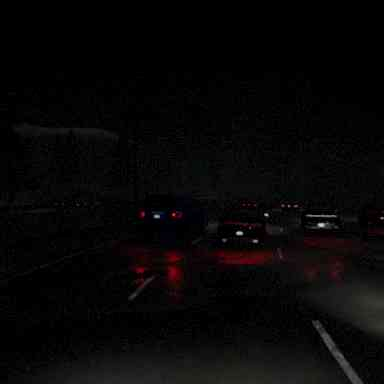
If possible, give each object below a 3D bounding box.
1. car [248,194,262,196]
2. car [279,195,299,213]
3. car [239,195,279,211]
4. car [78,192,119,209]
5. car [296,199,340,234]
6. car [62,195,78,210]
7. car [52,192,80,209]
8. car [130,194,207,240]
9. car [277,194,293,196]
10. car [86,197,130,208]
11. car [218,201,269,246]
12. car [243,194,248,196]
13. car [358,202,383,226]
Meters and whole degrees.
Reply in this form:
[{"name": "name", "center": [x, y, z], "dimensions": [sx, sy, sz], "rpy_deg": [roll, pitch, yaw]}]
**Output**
[{"name": "car", "center": [14.280, 1.154, 68.195], "dimensions": [4.674, 1.442, 1.812], "rpy_deg": [0, 0, -38]}, {"name": "car", "center": [10.670, 1.368, 33.942], "dimensions": [2.033, 1.411, 5.357], "rpy_deg": [1, 1, 33]}, {"name": "car", "center": [6.951, 1.365, 34.587], "dimensions": [2.033, 1.411, 5.357], "rpy_deg": [0, 0, 32]}, {"name": "car", "center": [-9.087, 1.158, 34.501], "dimensions": [2.097, 1.767, 4.553], "rpy_deg": [0, 0, 27]}, {"name": "car", "center": [7.149, 1.395, 18.711], "dimensions": [2.128, 1.511, 4.902], "rpy_deg": [0, 0, 18]}, {"name": "car", "center": [-11.702, 1.316, 37.120], "dimensions": [1.812, 1.442, 4.674], "rpy_deg": [0, 0, 27]}, {"name": "car", "center": [-14.119, 0.993, 40.139], "dimensions": [2.150, 2.045, 5.566], "rpy_deg": [0, 0, 28]}, {"name": "car", "center": [-0.795, 1.129, 16.819], "dimensions": [2.150, 2.045, 5.566], "rpy_deg": [0, 0, 15]}, {"name": "car", "center": [18.097, 1.196, 62.297], "dimensions": [4.892, 1.490, 1.837], "rpy_deg": [0, 0, -38]}, {"name": "car", "center": [-7.132, 1.430, 30.603], "dimensions": [1.895, 1.301, 4.718], "rpy_deg": [0, 0, 24]}, {"name": "car", "center": [2.376, 1.398, 14.976], "dimensions": [1.882, 1.535, 5.008], "rpy_deg": [0, 0, 13]}, {"name": "car", "center": [12.111, 1.091, 70.941], "dimensions": [5.008, 1.535, 1.882], "rpy_deg": [0, 0, -38]}, {"name": "car", "center": [12.033, 1.369, 21.682], "dimensions": [1.882, 1.535, 5.008], "rpy_deg": [0, 0, 23]}]
